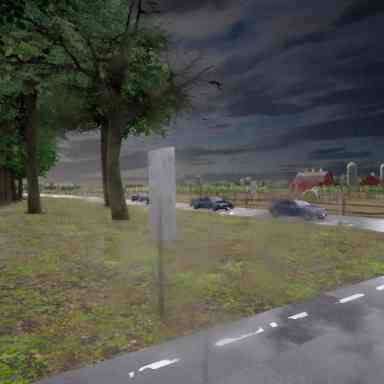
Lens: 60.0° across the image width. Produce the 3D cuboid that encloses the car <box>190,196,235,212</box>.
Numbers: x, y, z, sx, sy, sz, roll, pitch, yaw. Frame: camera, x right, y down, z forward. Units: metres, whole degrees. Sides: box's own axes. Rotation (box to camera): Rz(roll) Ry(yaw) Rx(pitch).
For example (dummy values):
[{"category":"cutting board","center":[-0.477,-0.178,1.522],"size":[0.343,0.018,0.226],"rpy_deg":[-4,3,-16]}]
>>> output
[{"category":"car","center":[1.897,1.132,33.579],"size":[2.033,1.411,5.357],"rpy_deg":[-1,2,-36]}]

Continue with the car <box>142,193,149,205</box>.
[{"category":"car","center":[-4.009,0.789,41.779],"size":[2.097,1.767,4.553],"rpy_deg":[-1,1,-36]}]

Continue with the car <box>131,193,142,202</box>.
[{"category":"car","center":[-8.066,0.810,52.362],"size":[1.994,1.385,4.181],"rpy_deg":[-1,1,-35]}]

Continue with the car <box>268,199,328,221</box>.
[{"category":"car","center":[7.903,1.277,25.233],"size":[1.812,1.442,4.674],"rpy_deg":[-1,2,-35]}]
